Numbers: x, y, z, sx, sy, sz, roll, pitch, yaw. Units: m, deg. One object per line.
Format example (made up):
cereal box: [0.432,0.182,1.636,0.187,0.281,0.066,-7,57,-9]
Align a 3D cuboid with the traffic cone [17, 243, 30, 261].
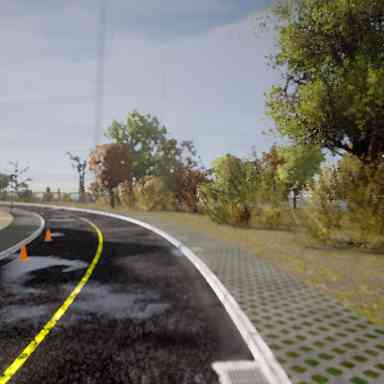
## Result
traffic cone: [-5.851,2.053,11.542,0.340,0.580,0.340,0,0,-12]

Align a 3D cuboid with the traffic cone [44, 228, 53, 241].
traffic cone: [-6.998,2.067,16.211,0.340,0.580,0.340,0,0,-16]
